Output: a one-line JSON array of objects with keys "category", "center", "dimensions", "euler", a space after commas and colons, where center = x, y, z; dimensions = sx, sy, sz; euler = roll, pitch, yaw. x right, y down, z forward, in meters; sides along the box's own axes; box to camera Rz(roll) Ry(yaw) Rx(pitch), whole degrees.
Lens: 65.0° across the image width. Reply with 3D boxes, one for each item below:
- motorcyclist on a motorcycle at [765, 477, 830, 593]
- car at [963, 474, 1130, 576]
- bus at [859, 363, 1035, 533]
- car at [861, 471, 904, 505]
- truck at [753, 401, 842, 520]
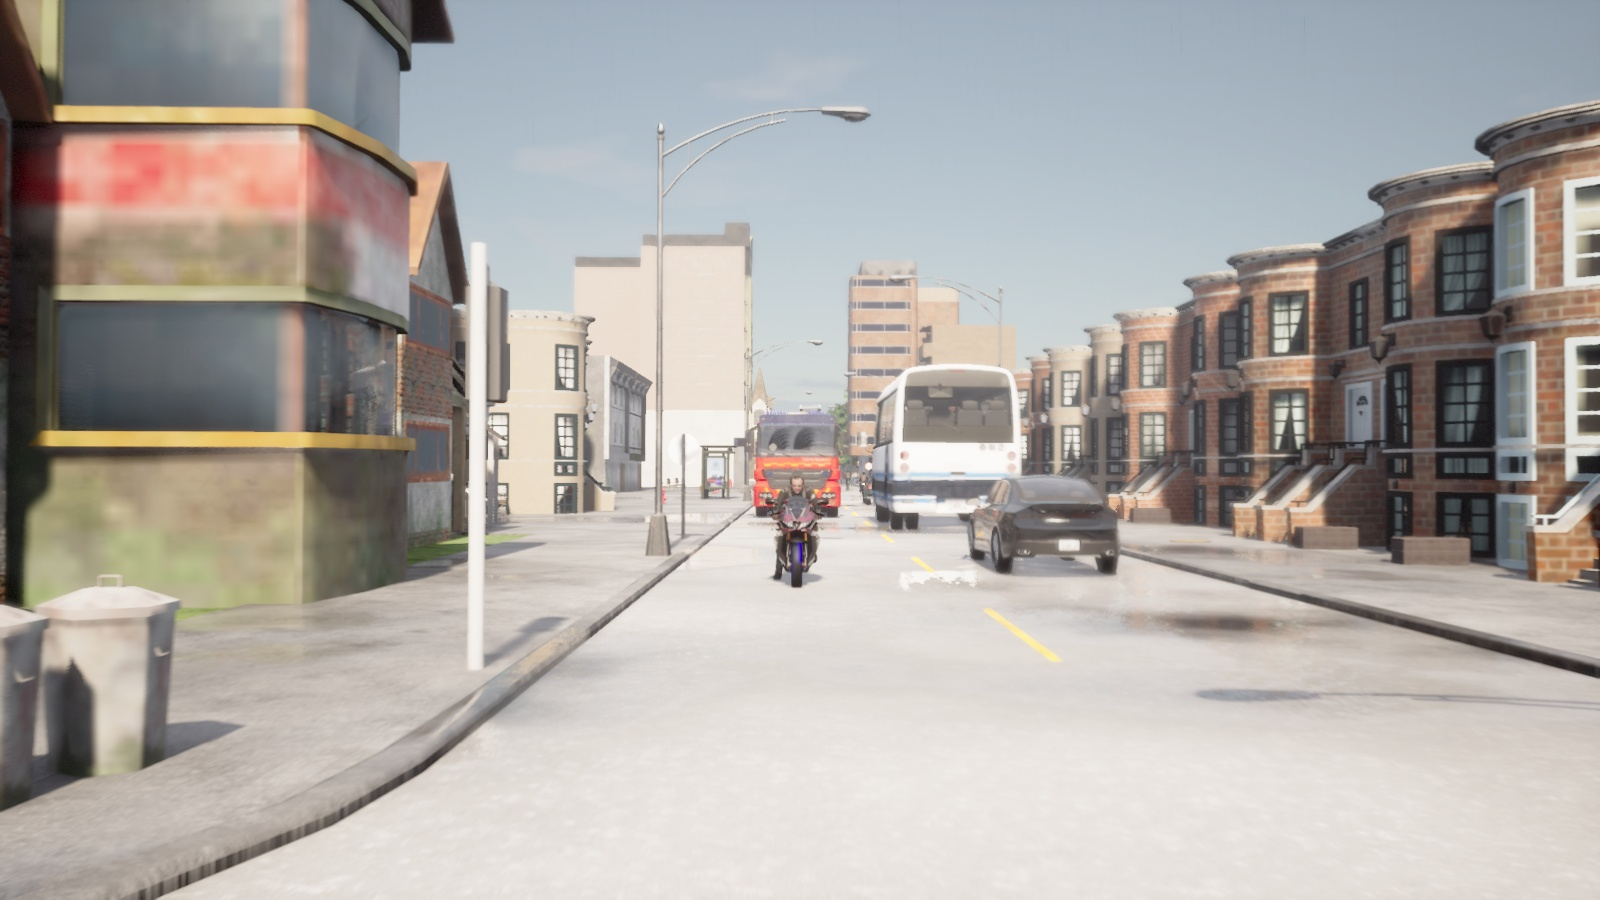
[{"category": "motorcyclist on a motorcycle", "center": [-0.032, 1.148, 17.790], "dimensions": [0.866, 1.530, 2.191], "euler": [0, -1, 0]}, {"category": "car", "center": [3.955, 1.155, 20.968], "dimensions": [1.837, 1.490, 4.892], "euler": [0, -1, 0]}, {"category": "bus", "center": [3.929, 0.037, 36.719], "dimensions": [3.944, 4.253, 10.273], "euler": [0, -1, 0]}, {"category": "car", "center": [3.890, 1.777, 59.691], "dimensions": [1.789, 1.549, 3.705], "euler": [0, -1, 0]}, {"category": "truck", "center": [-0.088, 0.402, 44.878], "dimensions": [2.891, 3.827, 8.468], "euler": [0, -1, 0]}]
